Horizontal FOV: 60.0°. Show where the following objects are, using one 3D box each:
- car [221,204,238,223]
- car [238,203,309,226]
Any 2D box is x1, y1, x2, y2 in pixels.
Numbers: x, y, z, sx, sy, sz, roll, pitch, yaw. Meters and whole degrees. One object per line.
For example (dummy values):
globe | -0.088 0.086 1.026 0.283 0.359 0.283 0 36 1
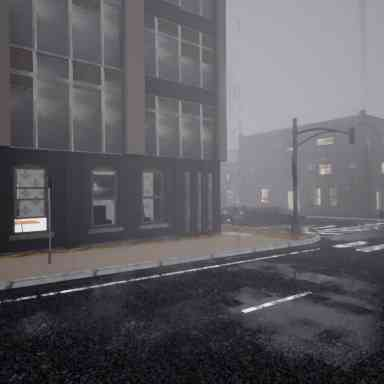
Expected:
car | 1.619 1.935 28.506 1.947 1.339 4.313 -2 0 -37
car | 6.500 1.818 26.518 2.033 1.411 5.357 -1 0 -36
